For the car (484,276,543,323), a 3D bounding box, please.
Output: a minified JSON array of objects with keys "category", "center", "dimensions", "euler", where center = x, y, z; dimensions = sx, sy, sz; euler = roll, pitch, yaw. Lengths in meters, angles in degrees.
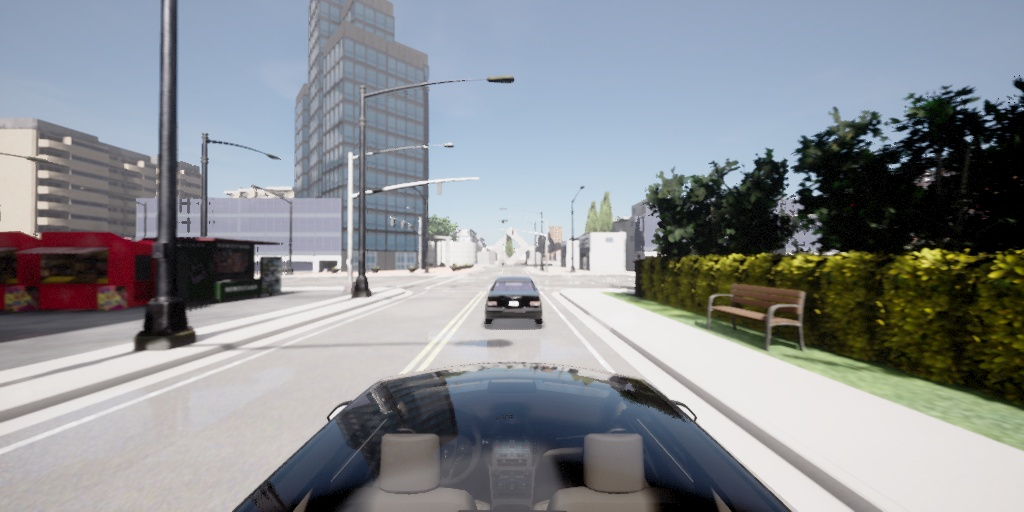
[{"category":"car","center":[0.063,1.416,12.647],"dimensions":[2.033,1.411,5.357],"euler":[0,-1,0]}]
